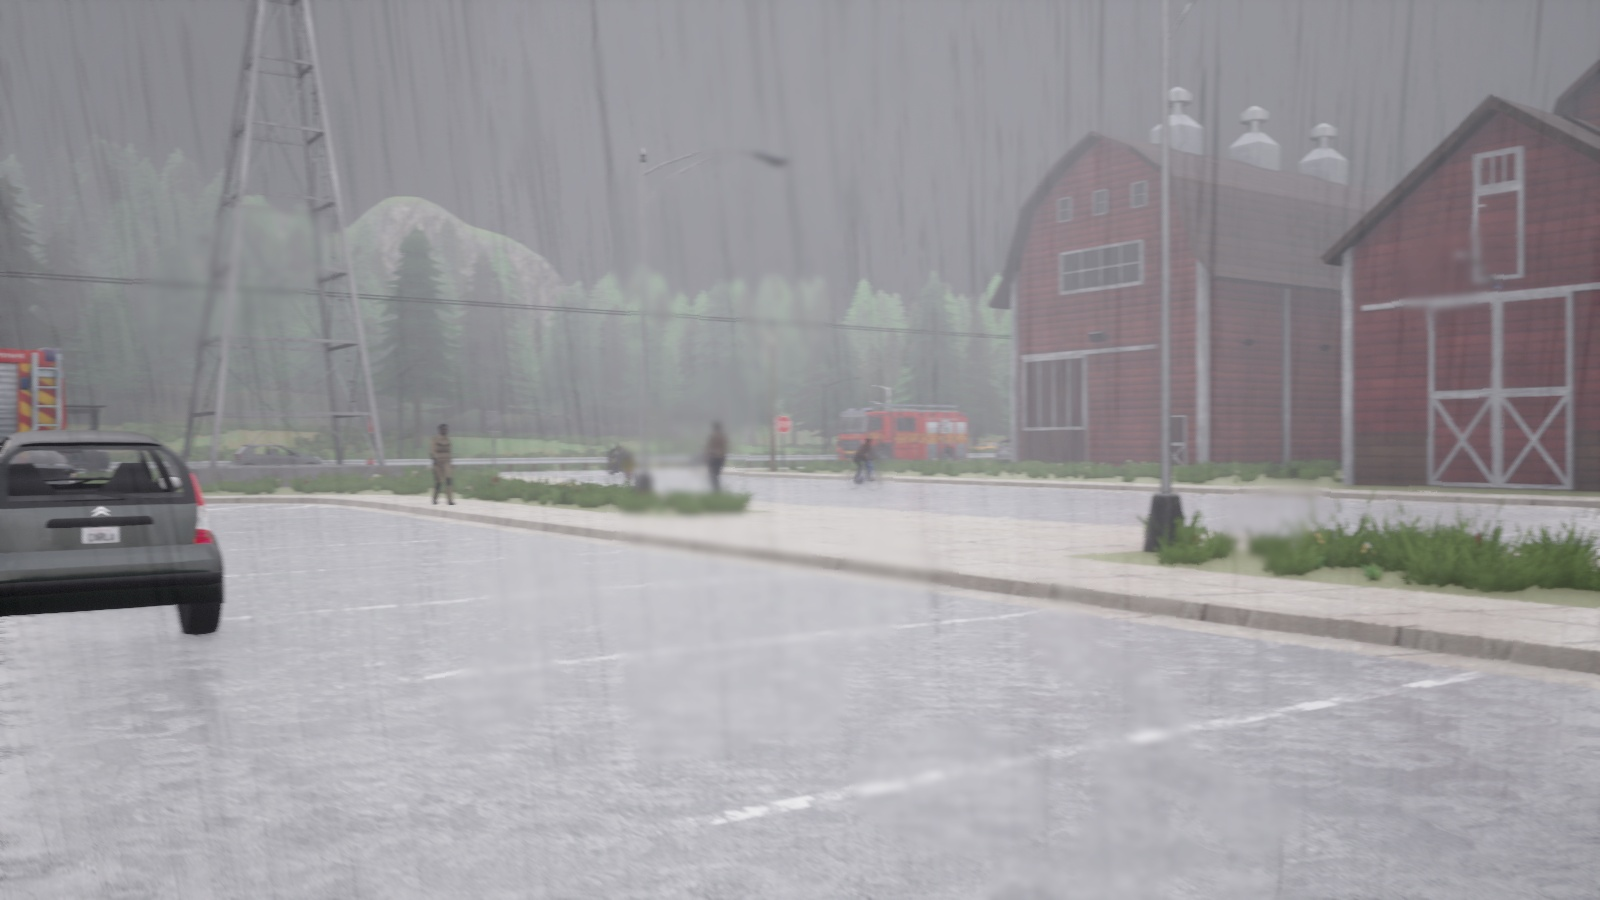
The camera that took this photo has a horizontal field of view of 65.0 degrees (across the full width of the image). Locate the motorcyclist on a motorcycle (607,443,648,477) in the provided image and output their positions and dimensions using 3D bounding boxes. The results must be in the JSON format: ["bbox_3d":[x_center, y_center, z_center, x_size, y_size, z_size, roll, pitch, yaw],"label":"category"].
[{"bbox_3d":[-7.999,0.452,58.131,0.866,1.530,2.191,-1,1,-39],"label":"motorcyclist on a motorcycle"}]

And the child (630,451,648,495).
[{"bbox_3d":[-4.204,0.595,32.814,0.299,1.160,0.473,0,0,-33],"label":"child"}]

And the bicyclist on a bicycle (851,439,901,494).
[{"bbox_3d":[2.284,0.470,37.715,0.582,1.620,1.656,0,1,-35],"label":"bicyclist on a bicycle"}]

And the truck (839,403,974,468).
[{"bbox_3d":[6.673,-0.895,77.906,8.468,3.827,2.891,0,0,-34],"label":"truck"}]

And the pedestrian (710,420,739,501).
[{"bbox_3d":[-1.709,0.236,28.546,0.328,1.805,0.869,0,0,-27],"label":"pedestrian"}]

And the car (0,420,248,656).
[{"bbox_3d":[-6.074,0.594,10.621,1.851,1.617,3.988,0,0,-35],"label":"car"}]

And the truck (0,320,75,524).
[{"bbox_3d":[-18.220,-0.536,26.185,8.468,3.827,2.891,0,0,42],"label":"truck"}]

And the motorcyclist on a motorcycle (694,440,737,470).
[{"bbox_3d":[-4.727,0.289,70.158,2.350,1.649,0.766,0,0,-34],"label":"motorcyclist on a motorcycle"}]

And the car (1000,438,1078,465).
[{"bbox_3d":[15.136,0.088,79.433,4.611,1.667,2.242,0,0,-34],"label":"car"}]

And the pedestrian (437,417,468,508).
[{"bbox_3d":[-7.465,0.256,26.992,0.396,1.930,0.692,0,0,-38],"label":"pedestrian"}]

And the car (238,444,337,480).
[{"bbox_3d":[-22.080,0.484,54.125,3.633,1.501,1.845,0,0,-34],"label":"car"}]

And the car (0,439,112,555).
[{"bbox_3d":[-11.537,0.607,18.481,2.007,1.525,4.514,0,0,-35],"label":"car"}]
